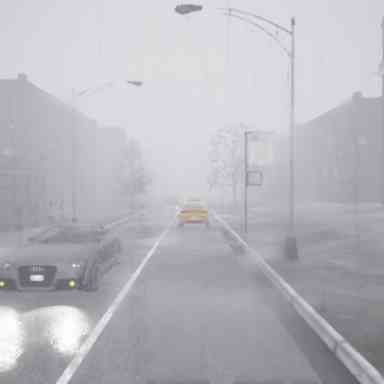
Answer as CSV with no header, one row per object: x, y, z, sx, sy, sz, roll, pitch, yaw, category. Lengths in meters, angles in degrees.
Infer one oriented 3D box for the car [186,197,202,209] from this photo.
0.240,1.407,42.514,1.994,1.385,4.181,0,0,0,car

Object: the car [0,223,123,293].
-3.127,1.540,8.715,1.994,1.385,4.181,0,0,0,car

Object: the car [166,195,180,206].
-2.894,1.315,50.609,1.837,1.490,4.892,0,1,1,car

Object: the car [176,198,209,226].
0.150,1.399,22.568,1.882,1.535,5.008,0,0,0,car
